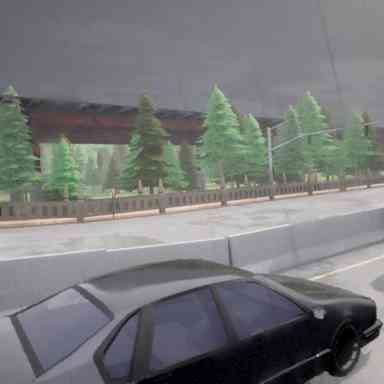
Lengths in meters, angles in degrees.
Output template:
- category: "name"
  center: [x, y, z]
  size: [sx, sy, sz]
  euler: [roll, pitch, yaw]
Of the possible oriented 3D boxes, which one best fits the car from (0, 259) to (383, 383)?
- category: "car"
  center: [-0.003, 1.534, 3.748]
  size: [5.357, 1.411, 2.033]
  euler: [-1, 0, -36]
